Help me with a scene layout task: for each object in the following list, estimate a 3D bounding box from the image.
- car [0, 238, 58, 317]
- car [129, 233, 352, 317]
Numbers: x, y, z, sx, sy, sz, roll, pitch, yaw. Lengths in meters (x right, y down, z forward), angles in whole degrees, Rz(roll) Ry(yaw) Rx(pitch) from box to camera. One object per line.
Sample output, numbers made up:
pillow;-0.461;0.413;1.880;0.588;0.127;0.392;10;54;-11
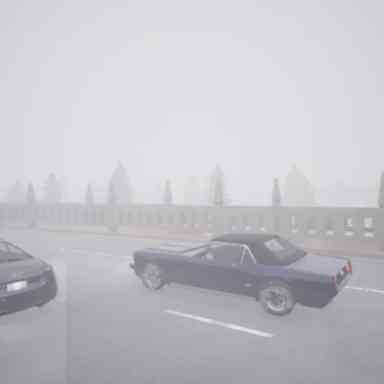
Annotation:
car;-4.708;1.592;6.736;4.181;1.385;1.994;0;0;31
car;0.861;1.587;7.429;4.718;1.301;1.895;0;0;33
